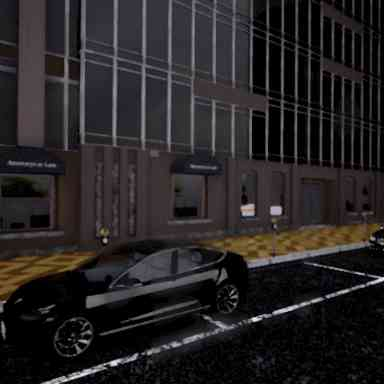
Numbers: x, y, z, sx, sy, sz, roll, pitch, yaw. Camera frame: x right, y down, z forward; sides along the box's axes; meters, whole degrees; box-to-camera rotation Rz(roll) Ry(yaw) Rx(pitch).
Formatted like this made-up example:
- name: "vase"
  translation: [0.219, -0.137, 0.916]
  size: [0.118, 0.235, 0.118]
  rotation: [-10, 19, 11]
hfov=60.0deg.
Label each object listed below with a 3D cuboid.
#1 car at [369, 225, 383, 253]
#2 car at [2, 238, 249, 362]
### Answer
- name: "car"
  translation: [8.389, 1.599, 12.550]
  size: [4.403, 1.369, 2.008]
  rotation: [0, 0, -36]
- name: "car"
  translation: [-0.869, 1.575, 5.935]
  size: [4.313, 1.339, 1.947]
  rotation: [0, 0, -36]
